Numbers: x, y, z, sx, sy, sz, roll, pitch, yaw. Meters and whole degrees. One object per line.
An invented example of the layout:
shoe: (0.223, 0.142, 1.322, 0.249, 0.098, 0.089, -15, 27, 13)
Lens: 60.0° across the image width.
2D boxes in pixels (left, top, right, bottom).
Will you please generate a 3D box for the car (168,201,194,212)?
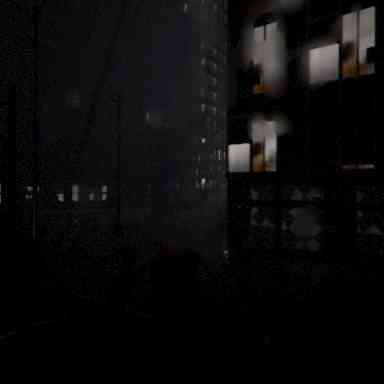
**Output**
car: (-1.477, 2.045, 46.691, 1.812, 1.442, 4.674, 0, -1, 33)

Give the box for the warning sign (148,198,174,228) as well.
warning sign: (-2.087, 1.362, 22.267, 1.300, 1.860, 1.060, 2, 1, 33)
